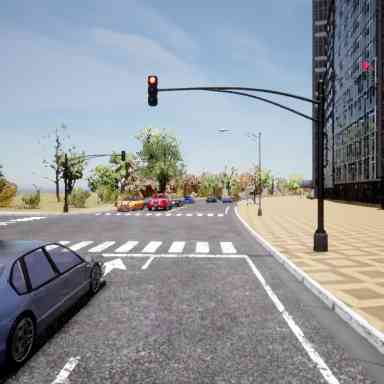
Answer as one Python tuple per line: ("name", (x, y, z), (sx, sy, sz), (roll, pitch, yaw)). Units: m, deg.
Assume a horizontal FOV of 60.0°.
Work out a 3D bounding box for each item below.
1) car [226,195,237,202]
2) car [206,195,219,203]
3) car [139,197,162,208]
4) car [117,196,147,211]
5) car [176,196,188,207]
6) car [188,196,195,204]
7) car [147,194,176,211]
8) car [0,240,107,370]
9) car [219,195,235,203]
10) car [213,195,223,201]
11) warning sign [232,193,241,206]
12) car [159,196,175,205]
("car", (9.650, 1.545, 80.338), (2.128, 1.511, 4.902), (0, 0, 14))
("car", (4.217, 1.559, 70.759), (1.994, 1.385, 4.181), (0, 0, 12))
("car", (-6.135, 1.548, 49.410), (2.033, 1.411, 5.357), (0, 0, 8))
("car", (-7.371, 1.350, 40.021), (2.097, 1.767, 4.553), (0, 0, 8))
("car", (-2.524, 1.494, 51.613), (2.128, 1.511, 4.902), (0, 0, 8))
("car", (-0.684, 1.533, 62.611), (1.812, 1.442, 4.674), (0, 0, 10))
("car", (-3.896, 1.221, 41.441), (2.150, 2.045, 5.566), (0, 0, 7))
("car", (-3.035, 1.547, 5.651), (2.033, 1.411, 5.357), (0, 0, 1))
("car", (7.496, 1.561, 70.037), (2.033, 1.411, 5.357), (0, 0, 12))
("car", (6.340, 1.392, 80.466), (1.812, 1.442, 4.674), (0, 0, 14))
("warning sign", (6.478, 1.122, 48.189), (1.300, 1.860, 1.060), (0, 0, 8))
("car", (-4.449, 1.509, 60.009), (1.837, 1.490, 4.892), (0, 0, 10))
